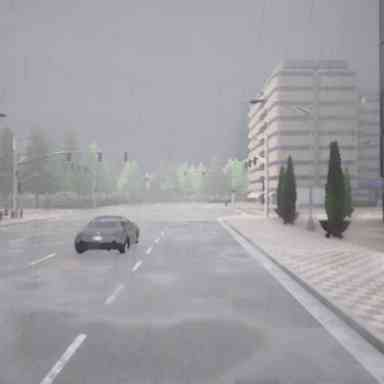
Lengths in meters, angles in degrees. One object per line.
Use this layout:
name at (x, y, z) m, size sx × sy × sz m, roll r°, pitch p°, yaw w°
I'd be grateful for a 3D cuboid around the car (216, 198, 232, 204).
car at (9.238, 2.357, 88.029) m, size 4.674 × 1.442 × 1.812 m, roll 1°, pitch -1°, yaw -45°

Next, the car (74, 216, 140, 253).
car at (-3.493, 1.701, 14.322) m, size 1.994 × 1.385 × 4.181 m, roll 0°, pitch 0°, yaw 0°

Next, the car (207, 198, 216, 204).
car at (6.350, 2.392, 90.064) m, size 5.357 × 1.411 × 2.033 m, roll 1°, pitch -1°, yaw -45°
